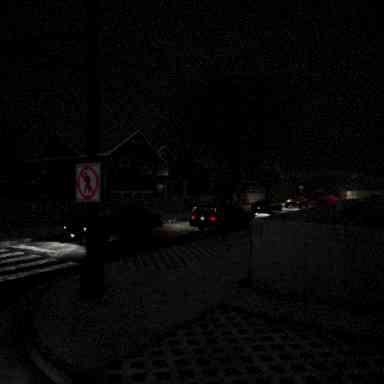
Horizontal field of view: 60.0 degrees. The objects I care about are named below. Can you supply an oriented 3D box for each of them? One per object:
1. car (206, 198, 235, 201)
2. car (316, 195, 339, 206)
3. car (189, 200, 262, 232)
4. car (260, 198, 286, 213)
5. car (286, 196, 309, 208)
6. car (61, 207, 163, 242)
[{"bbox_3d":[1.857,1.187,24.671,2.097,1.767,4.553,0,1,34],"label":"car"},{"bbox_3d":[17.248,1.128,42.135,1.882,1.535,5.008,0,1,36],"label":"car"},{"bbox_3d":[1.952,1.422,19.528,2.033,1.411,5.357,0,1,34],"label":"car"},{"bbox_3d":[7.395,1.318,32.869,1.994,1.385,4.181,0,1,35],"label":"car"},{"bbox_3d":[13.022,1.197,41.117,1.812,1.442,4.674,0,1,34],"label":"car"},{"bbox_3d":[-3.654,1.460,16.469,2.033,1.411,5.357,0,1,34],"label":"car"}]
